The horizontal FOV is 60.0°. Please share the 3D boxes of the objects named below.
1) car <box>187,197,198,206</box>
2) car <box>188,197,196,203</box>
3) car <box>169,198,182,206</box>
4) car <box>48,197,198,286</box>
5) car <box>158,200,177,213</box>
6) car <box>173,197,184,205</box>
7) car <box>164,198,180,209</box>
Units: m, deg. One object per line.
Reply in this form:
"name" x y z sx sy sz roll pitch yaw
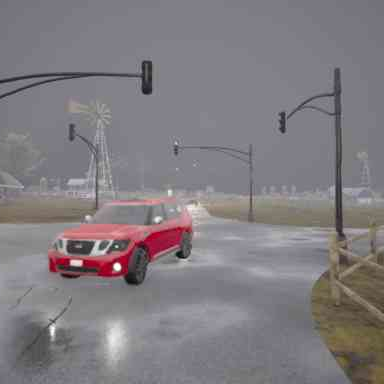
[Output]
"car" 0.067 1.712 60.522 1.837 1.490 4.892 0 0 0
"car" -0.039 1.851 77.831 1.812 1.442 4.674 0 0 0
"car" -2.865 1.796 58.470 1.895 1.301 4.718 0 0 0
"car" -1.684 1.224 10.005 2.150 2.045 5.566 -1 0 19
"car" -2.876 1.661 39.747 1.994 1.385 4.181 0 0 0
"car" -2.790 1.811 69.078 2.033 1.411 5.357 0 0 0
"car" -2.879 1.631 48.489 2.128 1.511 4.902 0 0 0
